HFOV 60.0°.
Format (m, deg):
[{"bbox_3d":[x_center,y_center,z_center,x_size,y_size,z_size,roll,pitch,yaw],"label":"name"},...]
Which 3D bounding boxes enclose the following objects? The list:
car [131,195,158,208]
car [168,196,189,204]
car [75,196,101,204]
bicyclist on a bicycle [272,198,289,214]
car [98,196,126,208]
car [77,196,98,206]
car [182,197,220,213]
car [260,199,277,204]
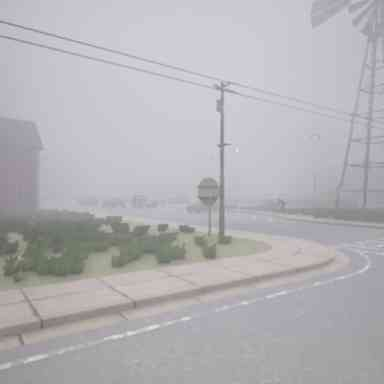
[{"bbox_3d":[-7.088,1.420,49.084,3.866,1.878,1.905,0,0,-36],"label":"car"},{"bbox_3d":[-2.407,1.479,65.134,4.605,1.855,1.932,0,0,-36],"label":"car"},{"bbox_3d":[-21.380,1.586,68.621,4.611,1.667,2.242,0,0,-36],"label":"car"},{"bbox_3d":[8.769,1.423,32.930,1.656,1.620,0.582,0,0,-2],"label":"bicyclist on a bicycle"},{"bbox_3d":[-11.379,1.440,48.111,2.097,1.767,4.553,0,0,-36],"label":"car"},{"bbox_3d":[-17.375,1.579,56.126,2.128,1.511,4.902,0,0,-37],"label":"car"},{"bbox_3d":[1.329,1.616,38.537,4.193,1.474,1.816,0,0,-36],"label":"car"},{"bbox_3d":[11.009,1.691,47.095,3.905,1.438,1.784,0,0,-36],"label":"car"}]
